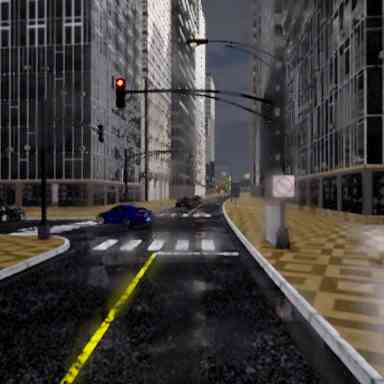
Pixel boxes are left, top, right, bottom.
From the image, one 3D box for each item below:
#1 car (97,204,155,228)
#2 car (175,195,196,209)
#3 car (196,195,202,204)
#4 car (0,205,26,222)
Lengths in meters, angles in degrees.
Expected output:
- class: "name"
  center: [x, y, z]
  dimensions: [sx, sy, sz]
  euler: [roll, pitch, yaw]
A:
- class: "car"
  center: [-4.427, 1.551, 22.110]
  dimensions: [4.674, 1.442, 1.812]
  euler: [-1, -1, 41]
- class: "car"
  center: [-1.009, 1.361, 43.801]
  dimensions: [1.882, 1.535, 5.008]
  euler: [0, 0, 5]
- class: "car"
  center: [0.702, 1.328, 59.605]
  dimensions: [1.837, 1.490, 4.892]
  euler: [0, 0, 7]
- class: "car"
  center: [-16.477, 1.801, 28.363]
  dimensions: [4.403, 1.369, 2.008]
  euler: [-1, 1, 10]
